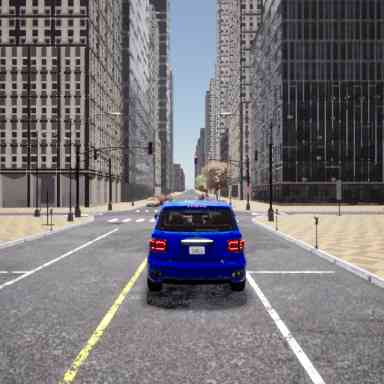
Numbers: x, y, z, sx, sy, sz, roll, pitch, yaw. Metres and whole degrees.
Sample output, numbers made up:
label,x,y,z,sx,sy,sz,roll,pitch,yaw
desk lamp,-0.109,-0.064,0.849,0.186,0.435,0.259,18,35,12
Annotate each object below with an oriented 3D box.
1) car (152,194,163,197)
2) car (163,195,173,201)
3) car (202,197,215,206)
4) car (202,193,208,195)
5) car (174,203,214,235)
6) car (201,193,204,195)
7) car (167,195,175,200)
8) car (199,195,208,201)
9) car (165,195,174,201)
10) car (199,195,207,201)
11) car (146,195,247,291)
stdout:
label,x,y,z,sx,sy,sz,roll,pitch,yaw
car,-5.819,1.486,50.113,1.752,1.417,4.829,0,0,0
car,-5.691,1.438,78.663,1.887,1.381,4.507,0,0,0
car,2.790,1.500,55.961,2.008,1.369,4.403,0,0,0
car,2.821,1.400,50.283,1.967,1.590,4.097,0,0,0
car,0.095,1.486,19.842,2.128,1.511,4.902,0,0,0
car,2.692,1.224,72.984,2.192,1.841,5.009,0,0,0
car,-5.691,1.411,90.014,2.008,1.369,4.403,0,0,0
car,2.690,1.419,78.829,1.752,1.417,4.829,0,0,0
car,-5.691,1.428,84.339,2.008,1.369,4.403,0,0,0
car,2.690,1.422,84.333,1.887,1.381,4.507,0,0,0
car,0.098,1.221,9.112,2.150,2.045,5.566,0,0,0
